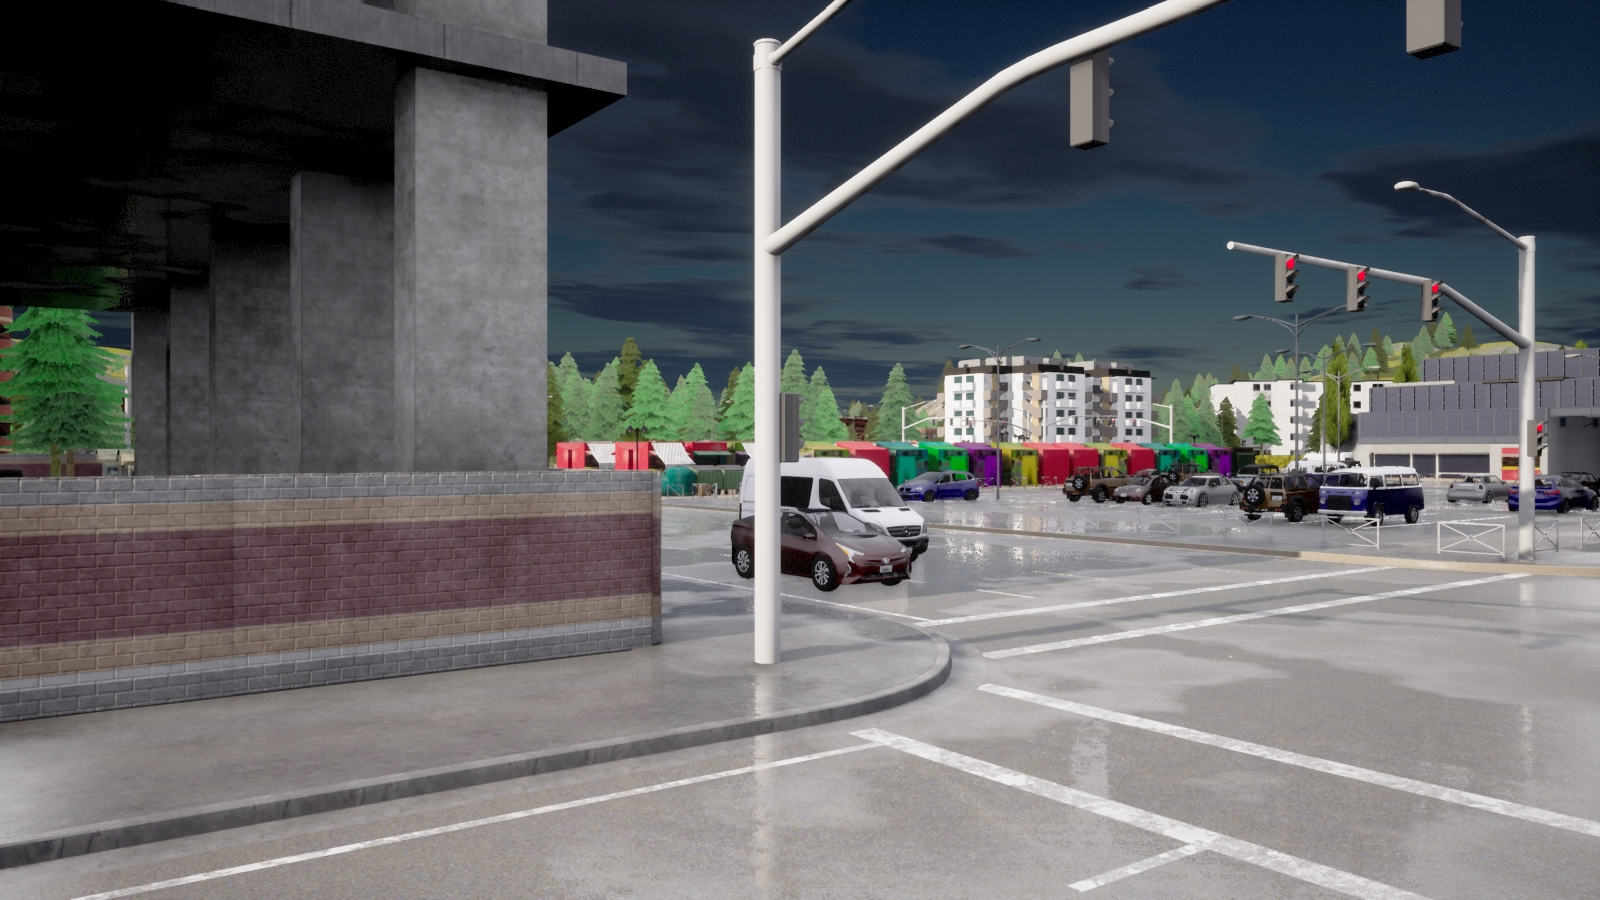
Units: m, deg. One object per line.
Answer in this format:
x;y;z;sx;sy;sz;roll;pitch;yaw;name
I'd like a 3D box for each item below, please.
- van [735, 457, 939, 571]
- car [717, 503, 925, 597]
0.780;1.479;29.066;1.988;2.561;5.915;0;0;-36;van
0.324;1.984;23.786;2.007;1.525;4.514;0;0;-36;car
